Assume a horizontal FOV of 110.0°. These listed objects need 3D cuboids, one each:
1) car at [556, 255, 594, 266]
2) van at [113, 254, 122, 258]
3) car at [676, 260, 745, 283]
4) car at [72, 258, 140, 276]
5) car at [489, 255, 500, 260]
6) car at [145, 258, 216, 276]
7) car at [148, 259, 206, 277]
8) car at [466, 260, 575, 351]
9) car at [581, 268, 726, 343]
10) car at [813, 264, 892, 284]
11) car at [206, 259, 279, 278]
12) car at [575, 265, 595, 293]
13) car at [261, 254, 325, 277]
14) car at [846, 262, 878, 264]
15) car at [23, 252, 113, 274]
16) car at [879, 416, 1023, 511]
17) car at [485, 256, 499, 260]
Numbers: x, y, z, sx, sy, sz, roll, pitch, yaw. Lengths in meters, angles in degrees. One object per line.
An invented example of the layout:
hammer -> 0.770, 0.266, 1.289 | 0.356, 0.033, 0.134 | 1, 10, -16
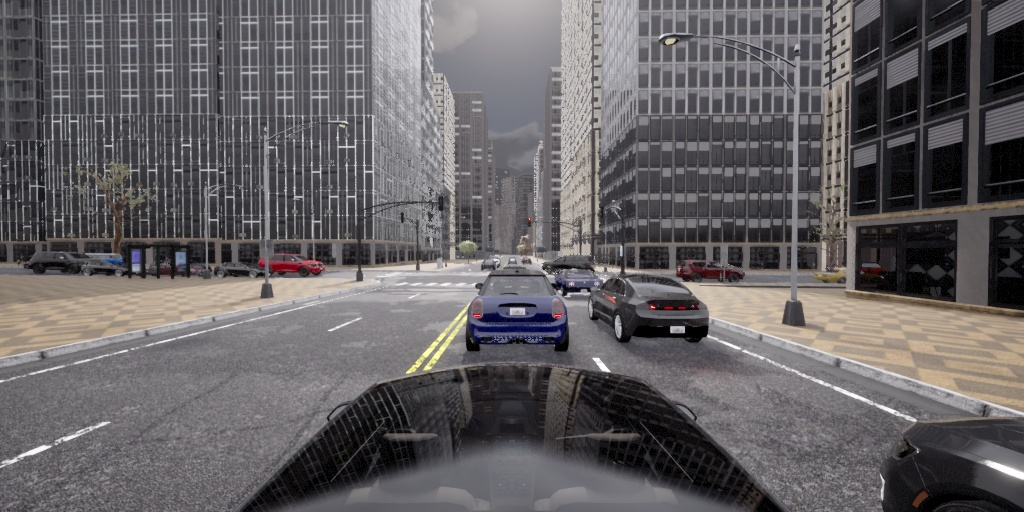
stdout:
car -> 5.900, 0.961, 37.734 | 5.566, 2.045, 2.150 | 1, 3, 35
van -> -45.233, 0.605, 39.286 | 3.998, 1.789, 1.690 | 0, 0, 1
car -> 16.234, 1.269, 29.700 | 5.009, 1.841, 2.192 | 0, 0, 1
car -> -34.054, 1.069, 30.608 | 4.313, 1.339, 1.948 | 0, 0, 1
car -> -3.242, 0.925, 60.582 | 2.150, 2.045, 5.566 | 0, 0, 0
car -> -30.595, 0.997, 33.163 | 4.892, 1.490, 1.837 | 1, 1, 1
car -> -28.374, 1.138, 30.427 | 4.207, 1.307, 1.802 | 0, 0, 1
car -> 0.110, 1.099, 9.100 | 2.097, 1.767, 4.553 | 0, 0, 0
car -> 3.361, 1.251, 9.706 | 1.837, 1.490, 4.892 | 0, 0, 0
car -> 27.682, 1.579, 29.486 | 4.829, 1.417, 1.751 | 0, 0, 1
car -> -22.690, 1.174, 30.285 | 4.313, 1.339, 1.948 | 0, 0, 1
car -> 3.376, 1.341, 19.017 | 1.895, 1.301, 4.718 | 0, 0, 0
car -> -20.236, 0.808, 32.934 | 5.566, 2.045, 2.150 | 0, 1, 1
car -> 33.636, 1.365, 35.142 | 4.553, 1.767, 2.097 | 0, 1, 1
car -> -41.332, 0.616, 33.405 | 5.566, 2.045, 2.150 | 1, 1, 2
car -> 3.345, 1.255, 0.308 | 1.837, 1.490, 4.892 | 0, 0, 0
car -> -3.271, 1.193, 50.633 | 1.882, 1.535, 5.008 | 0, 0, 0
